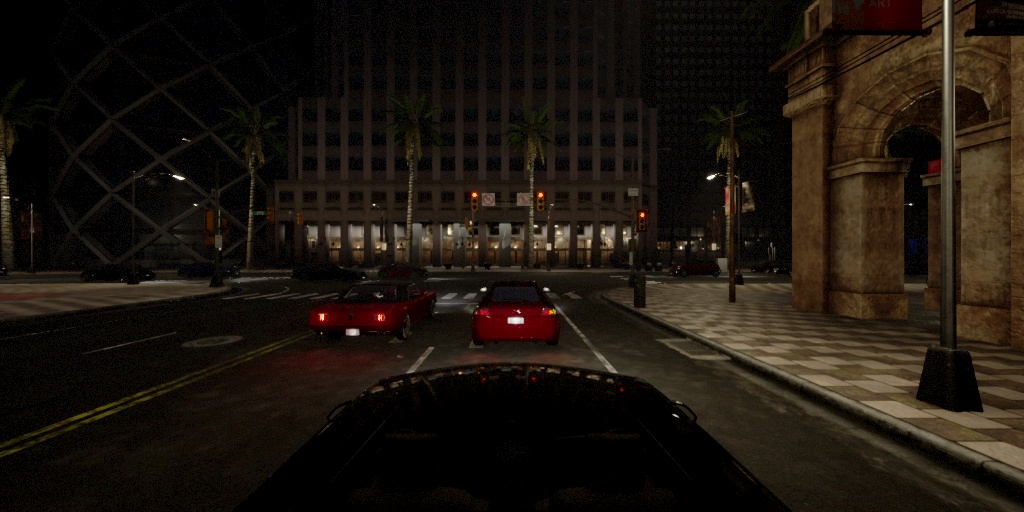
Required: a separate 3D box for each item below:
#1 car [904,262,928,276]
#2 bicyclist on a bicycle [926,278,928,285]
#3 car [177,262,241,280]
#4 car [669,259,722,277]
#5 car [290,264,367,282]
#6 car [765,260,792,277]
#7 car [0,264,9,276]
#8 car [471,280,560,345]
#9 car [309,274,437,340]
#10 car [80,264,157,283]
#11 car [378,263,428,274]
[{"bbox_3d":[38.627,1.297,34.990,5.357,1.411,2.033,0,0,1],"label":"car"},{"bbox_3d":[24.678,1.051,20.563,0.582,1.620,1.656,0,0,0],"label":"bicyclist on a bicycle"},{"bbox_3d":[-26.377,1.276,31.292,4.674,1.442,1.812,0,0,-2],"label":"car"},{"bbox_3d":[17.817,1.102,35.066,4.553,1.767,2.097,0,0,0],"label":"car"},{"bbox_3d":[-14.221,1.297,27.956,5.357,1.411,2.033,0,0,0],"label":"car"},{"bbox_3d":[28.192,1.242,35.035,4.902,1.511,2.128,0,0,0],"label":"car"},{"bbox_3d":[-43.729,0.973,27.733,5.566,2.045,2.150,0,0,-29],"label":"car"},{"bbox_3d":[0.082,1.314,9.476,1.994,1.385,4.181,0,0,0],"label":"car"},{"bbox_3d":[-3.417,1.351,9.939,1.895,1.301,4.718,0,0,0],"label":"car"},{"bbox_3d":[-30.241,1.314,27.633,4.181,1.385,1.994,0,0,-5],"label":"car"},{"bbox_3d":[-9.494,1.314,31.439,4.181,1.385,1.994,0,0,0],"label":"car"}]
